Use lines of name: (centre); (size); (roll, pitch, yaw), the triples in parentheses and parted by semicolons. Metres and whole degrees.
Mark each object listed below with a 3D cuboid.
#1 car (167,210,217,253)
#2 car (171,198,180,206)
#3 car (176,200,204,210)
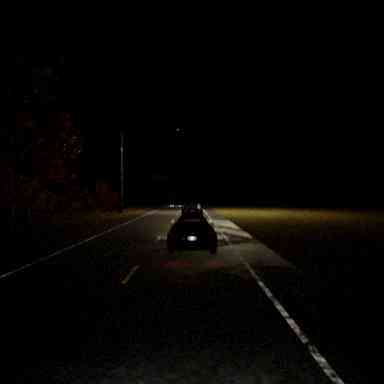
car: (0.011, 1.699, 14.271); (1.994, 1.385, 4.181); (0, 0, 0)
car: (-3.465, 2.174, 71.789); (1.837, 1.490, 4.892); (0, -1, 0)
car: (0.018, 1.768, 29.296); (2.128, 1.511, 4.902); (0, 0, 0)
